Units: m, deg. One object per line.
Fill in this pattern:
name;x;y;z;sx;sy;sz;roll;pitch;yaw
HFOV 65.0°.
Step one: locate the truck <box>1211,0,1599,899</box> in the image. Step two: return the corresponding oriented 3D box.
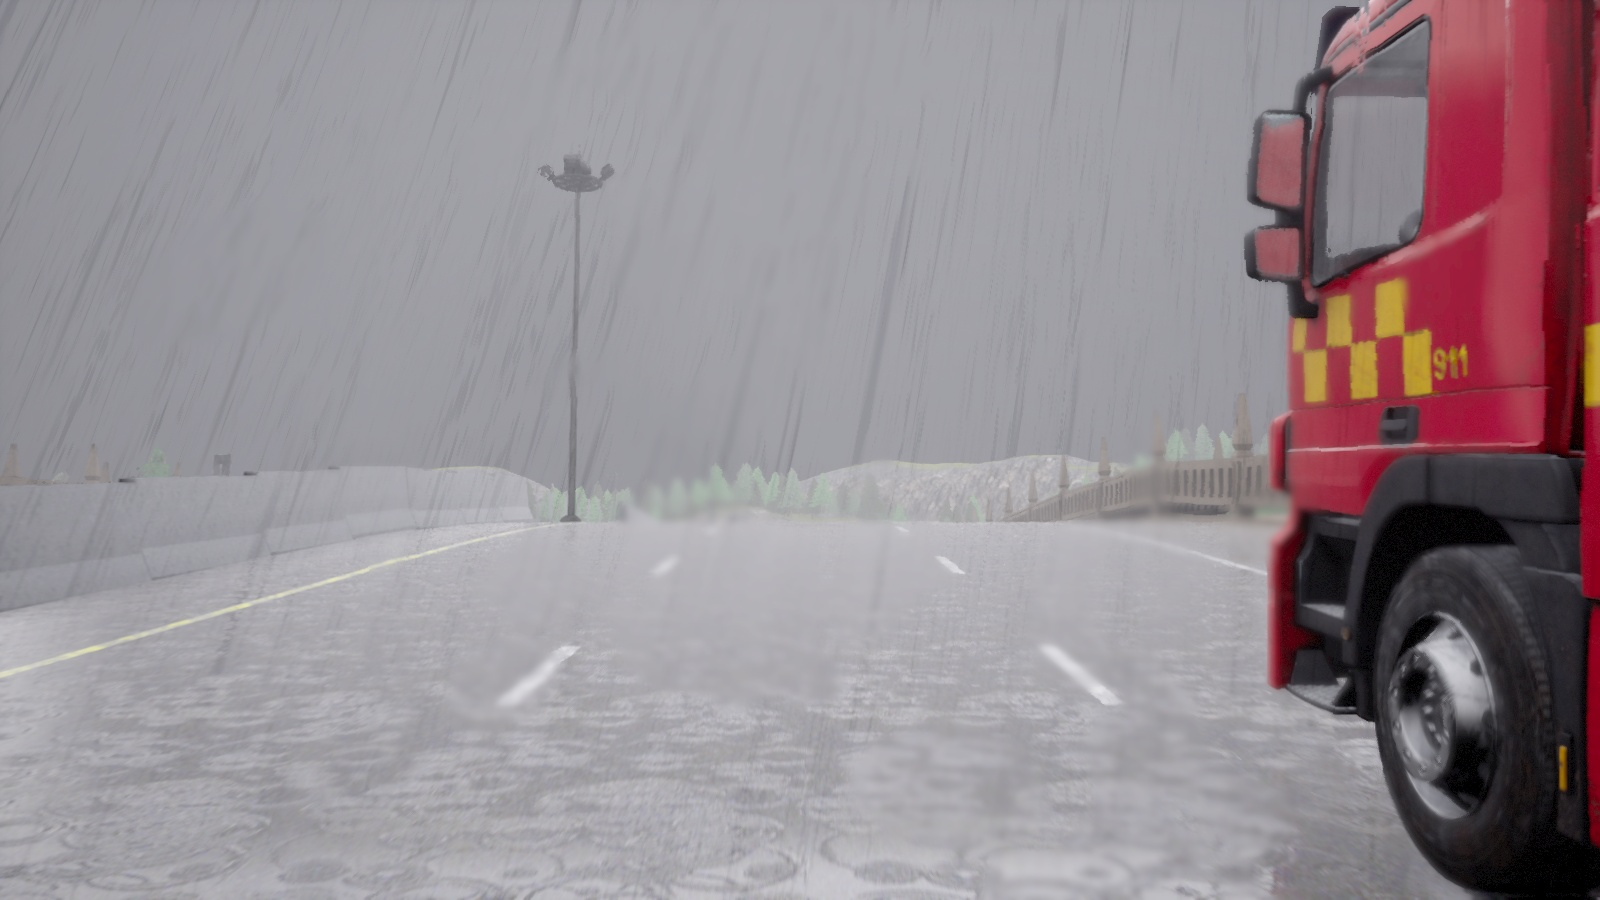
truck;3.529;-0.409;2.190;2.891;3.827;8.468;0;0;0
